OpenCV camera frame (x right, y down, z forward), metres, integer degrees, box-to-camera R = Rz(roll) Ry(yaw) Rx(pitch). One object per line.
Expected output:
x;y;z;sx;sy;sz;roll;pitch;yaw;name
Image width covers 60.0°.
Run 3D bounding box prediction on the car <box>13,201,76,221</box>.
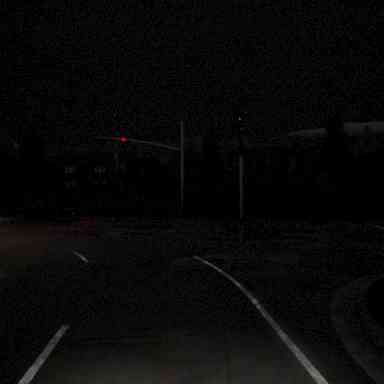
-11.597;1.478;26.238;4.902;1.511;2.128;0;0;10;car
